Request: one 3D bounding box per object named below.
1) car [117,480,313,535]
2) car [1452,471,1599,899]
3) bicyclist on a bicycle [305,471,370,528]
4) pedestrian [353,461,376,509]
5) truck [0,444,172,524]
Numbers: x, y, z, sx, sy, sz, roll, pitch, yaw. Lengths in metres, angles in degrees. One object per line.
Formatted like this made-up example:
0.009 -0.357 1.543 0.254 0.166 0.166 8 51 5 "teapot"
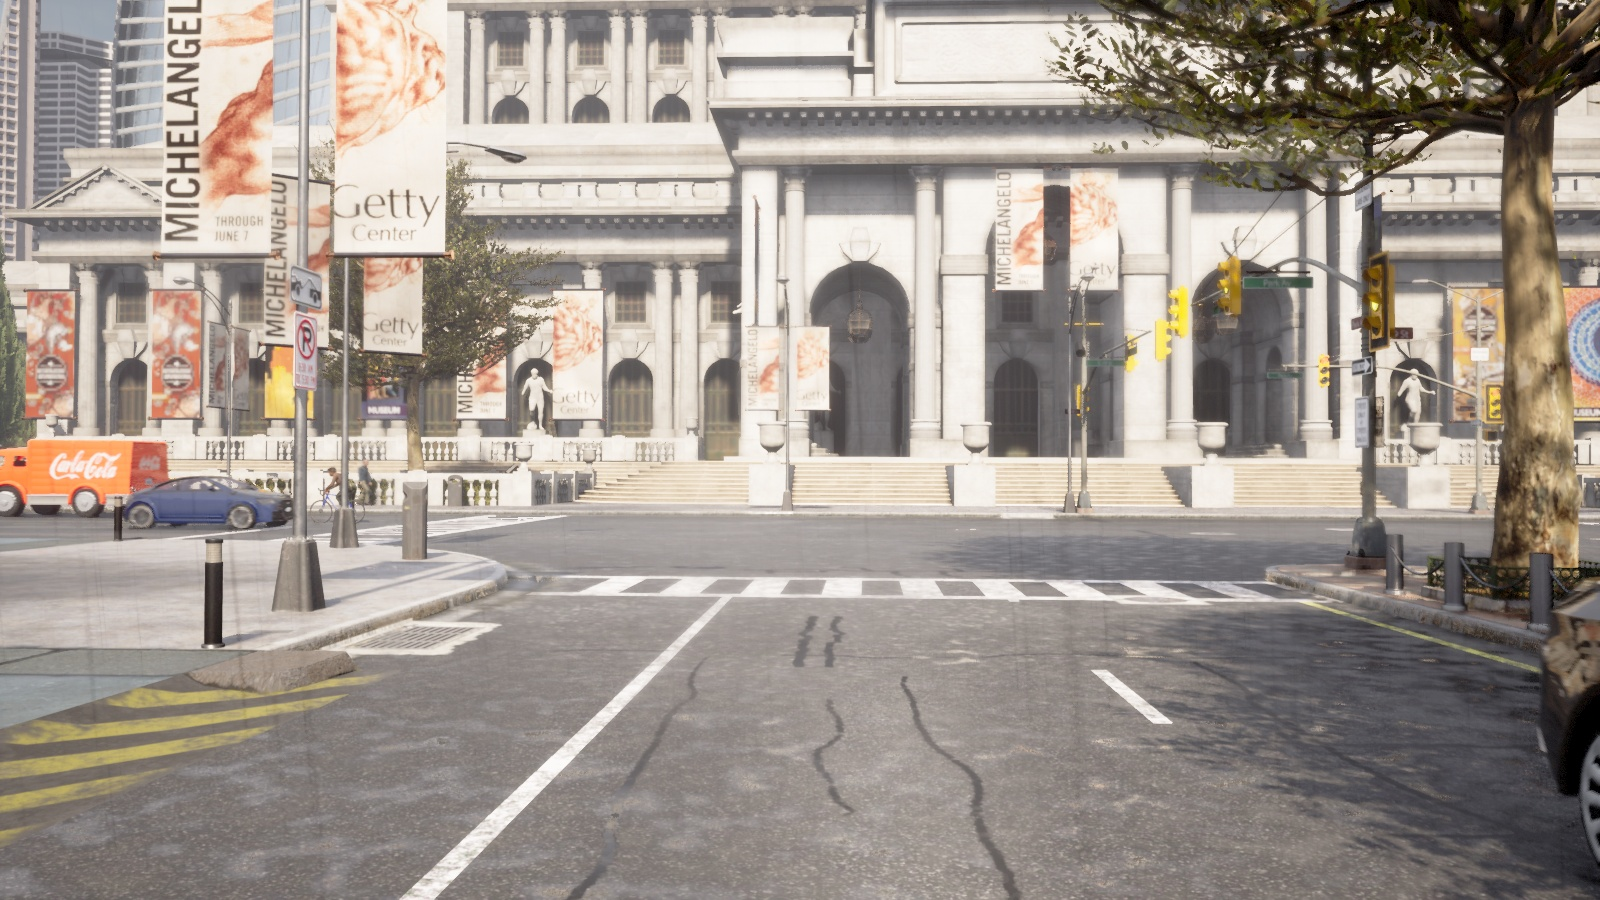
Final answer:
-15.235 1.487 32.857 4.181 1.385 1.994 0 -1 3 "car"
3.803 0.805 2.974 2.128 1.511 4.902 0 -1 3 "car"
-13.349 1.425 36.268 1.656 1.620 0.582 -1 -1 3 "bicyclist on a bicycle"
-16.766 1.343 48.300 0.726 1.842 0.402 0 -1 12 "pedestrian"
-23.397 1.092 40.263 5.204 2.467 2.627 0 -1 3 "truck"
